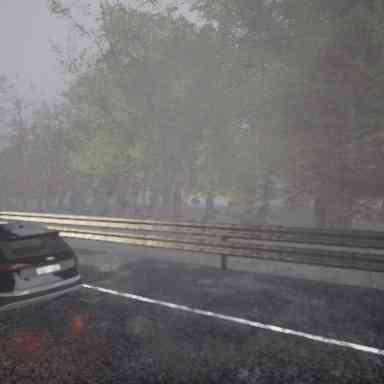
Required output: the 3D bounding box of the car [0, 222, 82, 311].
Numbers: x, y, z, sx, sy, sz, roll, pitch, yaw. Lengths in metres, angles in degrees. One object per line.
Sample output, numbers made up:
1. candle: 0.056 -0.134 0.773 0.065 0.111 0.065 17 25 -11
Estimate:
1. car: -4.471 1.478 7.276 4.856 1.649 2.033 0 0 34
